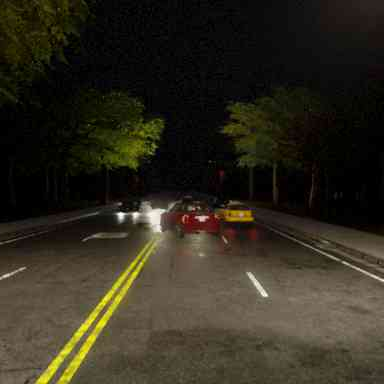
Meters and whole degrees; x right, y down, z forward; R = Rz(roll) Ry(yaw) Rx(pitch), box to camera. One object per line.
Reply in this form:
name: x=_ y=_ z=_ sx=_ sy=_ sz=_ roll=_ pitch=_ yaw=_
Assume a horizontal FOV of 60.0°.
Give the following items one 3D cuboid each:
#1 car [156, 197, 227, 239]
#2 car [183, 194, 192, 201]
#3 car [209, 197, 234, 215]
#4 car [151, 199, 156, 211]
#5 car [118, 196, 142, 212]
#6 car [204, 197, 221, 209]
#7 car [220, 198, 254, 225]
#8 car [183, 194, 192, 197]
car: x=-0.224 y=1.329 z=17.669 sx=2.097 sy=1.767 sz=4.553 roll=0 pitch=0 yaw=-20
car: x=-0.972 y=1.232 z=75.630 sx=2.033 sy=1.411 sz=5.357 roll=0 pitch=1 yaw=-1
car: x=2.951 y=1.362 z=34.266 sx=2.033 sy=1.649 sz=4.856 roll=0 pitch=0 yaw=-1
car: x=-3.708 y=1.516 z=38.774 sx=1.895 sy=1.301 sz=4.718 roll=0 pitch=0 yaw=-1
car: x=-6.943 y=1.271 z=37.618 sx=2.097 sy=1.767 sz=4.553 roll=0 pitch=0 yaw=-1
car: x=2.805 y=1.454 z=45.276 sx=1.994 sy=1.385 sz=4.181 roll=0 pitch=0 yaw=-1
car: x=3.071 y=1.420 z=23.446 sx=1.801 sy=1.575 sz=5.366 roll=0 pitch=0 yaw=-1
car: x=-0.623 y=1.366 z=59.691 sx=2.033 sy=1.411 sz=5.357 roll=0 pitch=0 yaw=0
